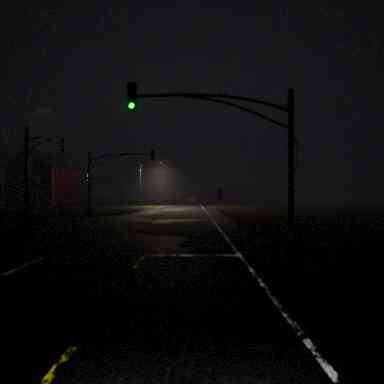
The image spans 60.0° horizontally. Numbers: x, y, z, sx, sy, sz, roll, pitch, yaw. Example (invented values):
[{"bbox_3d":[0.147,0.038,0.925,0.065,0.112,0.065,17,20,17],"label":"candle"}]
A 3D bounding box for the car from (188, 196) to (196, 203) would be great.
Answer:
[{"bbox_3d":[0.009,1.786,86.193,2.097,1.767,4.553,0,0,0],"label":"car"}]
